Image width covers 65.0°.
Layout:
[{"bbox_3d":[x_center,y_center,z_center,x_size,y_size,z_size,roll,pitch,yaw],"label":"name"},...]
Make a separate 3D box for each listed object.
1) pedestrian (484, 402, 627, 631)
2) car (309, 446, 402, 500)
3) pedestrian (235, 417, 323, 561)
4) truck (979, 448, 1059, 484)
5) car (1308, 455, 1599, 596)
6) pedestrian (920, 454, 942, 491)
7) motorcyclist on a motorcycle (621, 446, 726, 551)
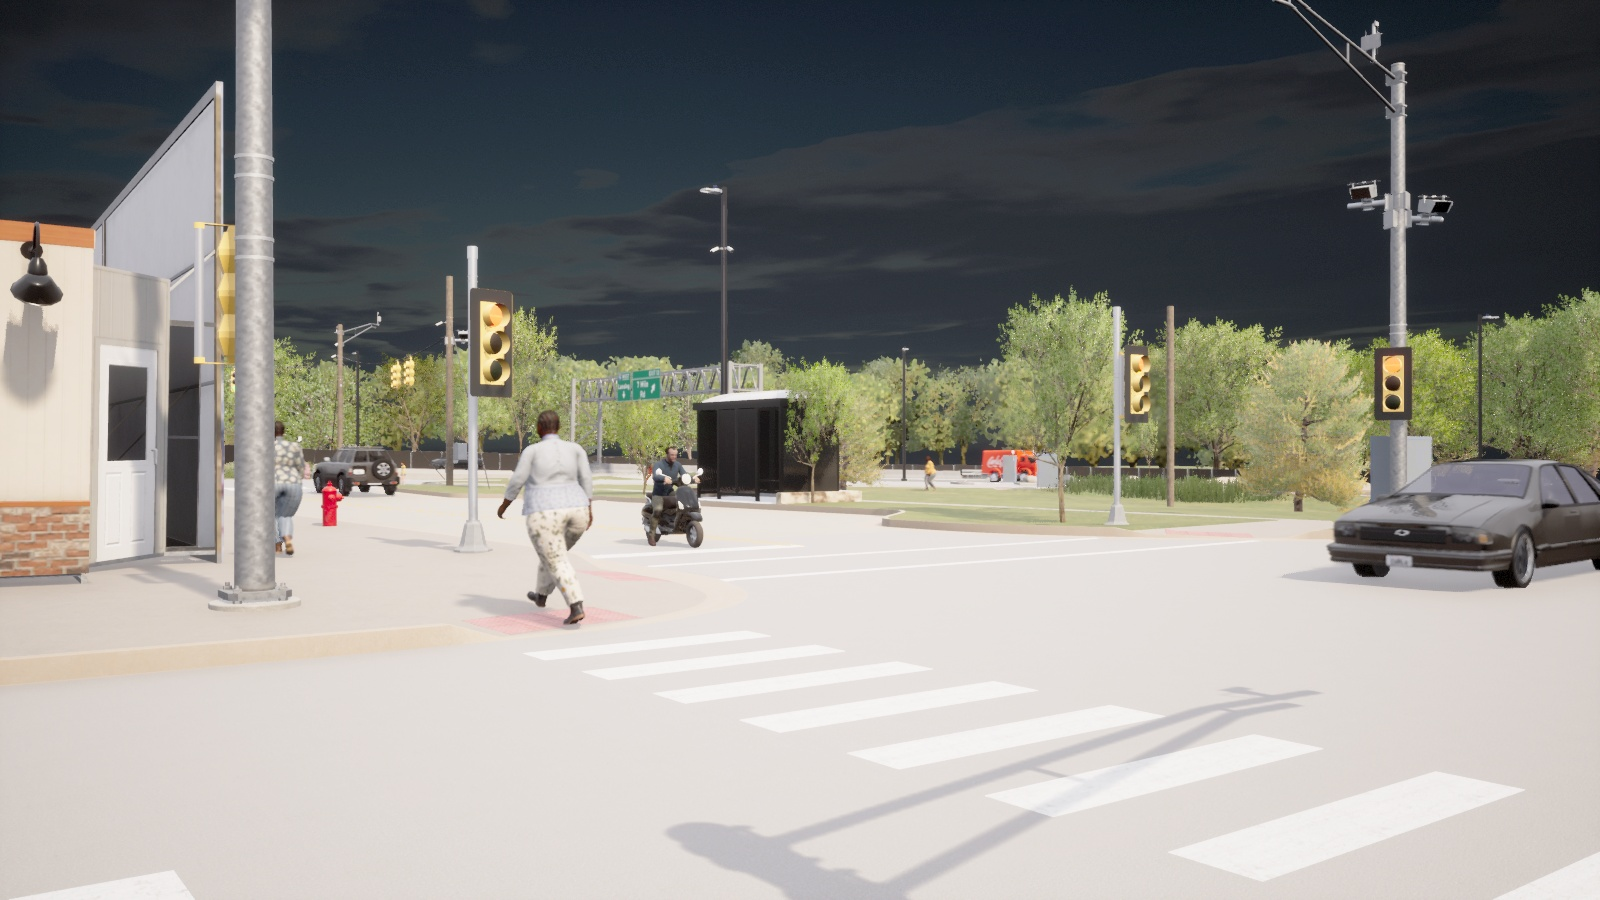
[{"bbox_3d":[-2.109,0.537,10.797,0.874,1.855,0.900,0,0,-39],"label":"pedestrian"},{"bbox_3d":[-16.523,0.807,46.583,1.932,1.855,4.605,0,0,-37],"label":"car"},{"bbox_3d":[-6.943,0.501,16.733,0.874,1.855,0.900,0,0,-37],"label":"pedestrian"},{"bbox_3d":[15.920,1.188,91.498,2.627,2.467,5.204,3,-2,-39],"label":"truck"},{"bbox_3d":[8.545,0.780,15.381,5.357,1.411,2.033,0,0,-40],"label":"car"},{"bbox_3d":[6.682,1.141,64.122,0.900,1.855,0.874,0,0,-12],"label":"pedestrian"},{"bbox_3d":[-2.040,0.744,20.081,0.866,1.590,1.817,0,0,-36],"label":"motorcyclist on a motorcycle"}]
